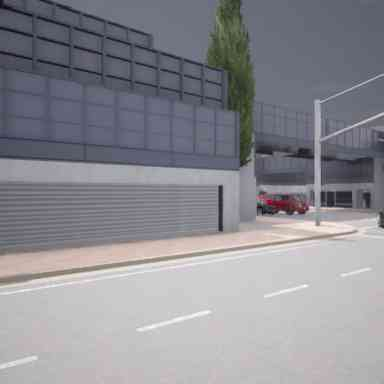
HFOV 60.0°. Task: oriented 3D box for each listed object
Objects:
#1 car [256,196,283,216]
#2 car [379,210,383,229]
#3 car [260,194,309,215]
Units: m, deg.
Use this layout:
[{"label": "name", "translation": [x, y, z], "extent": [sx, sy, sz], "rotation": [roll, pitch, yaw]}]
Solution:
[{"label": "car", "translation": [5.971, 1.471, 32.400], "extent": [1.882, 1.535, 5.008], "rotation": [0, 1, -37]}, {"label": "car", "translation": [12.031, 1.501, 18.763], "extent": [1.837, 1.490, 4.892], "rotation": [4, 1, 17]}, {"label": "car", "translation": [9.167, 1.214, 34.007], "extent": [2.150, 2.045, 5.566], "rotation": [0, 0, -35]}]
